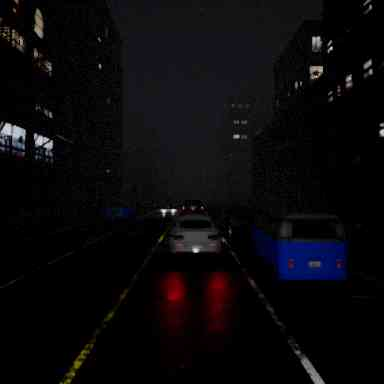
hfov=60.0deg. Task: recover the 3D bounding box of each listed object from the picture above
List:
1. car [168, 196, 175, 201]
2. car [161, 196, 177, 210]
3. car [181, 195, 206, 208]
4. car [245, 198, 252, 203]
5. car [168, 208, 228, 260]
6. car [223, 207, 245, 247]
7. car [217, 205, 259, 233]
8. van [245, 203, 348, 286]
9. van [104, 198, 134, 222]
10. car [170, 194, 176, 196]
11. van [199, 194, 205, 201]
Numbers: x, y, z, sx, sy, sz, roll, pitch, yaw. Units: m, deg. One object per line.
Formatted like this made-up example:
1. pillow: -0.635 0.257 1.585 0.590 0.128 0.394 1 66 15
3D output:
1. car: -5.669 1.708 92.275 1.752 1.417 4.829 0 0 0
2. car: -3.058 1.609 45.267 2.033 1.411 5.357 0 0 0
3. car: 0.090 1.387 29.612 2.097 1.767 4.553 0 0 0
4. car: 13.480 1.713 68.858 5.009 1.841 2.192 1 -1 -1
5. car: 0.089 1.538 12.456 1.812 1.442 4.674 0 0 -1
6. car: 2.698 1.580 14.809 1.947 1.339 4.313 0 0 0
7. car: 2.698 1.587 20.472 1.947 1.339 4.313 0 0 0
8. van: 2.698 1.349 9.148 1.690 1.788 3.998 0 0 0
9. van: -5.680 1.370 26.134 1.690 1.788 3.998 0 0 0
10. car: -5.671 1.715 81.184 1.947 1.339 4.313 0 0 0
11. van: 2.712 1.524 92.444 1.690 1.788 3.998 0 0 0
